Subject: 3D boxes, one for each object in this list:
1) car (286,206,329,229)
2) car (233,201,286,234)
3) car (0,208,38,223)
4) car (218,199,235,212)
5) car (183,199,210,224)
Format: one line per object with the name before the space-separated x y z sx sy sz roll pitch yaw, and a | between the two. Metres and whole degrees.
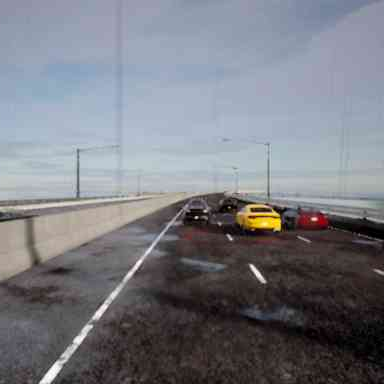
car | 7.305 1.588 21.794 1.994 1.385 4.181 0 0 1
car | 3.774 1.494 19.566 1.882 1.535 5.008 0 0 1
car | -10.443 1.590 18.267 1.895 1.301 4.718 0 0 1
car | 4.070 1.495 38.173 1.882 1.535 5.008 0 0 1
car | 0.342 1.502 24.685 2.128 1.511 4.902 0 0 1
